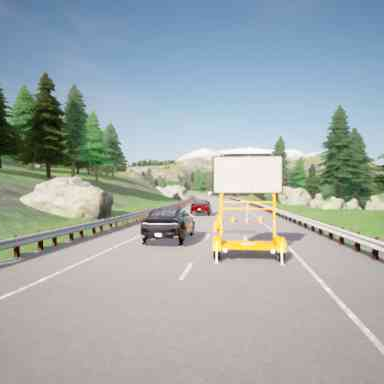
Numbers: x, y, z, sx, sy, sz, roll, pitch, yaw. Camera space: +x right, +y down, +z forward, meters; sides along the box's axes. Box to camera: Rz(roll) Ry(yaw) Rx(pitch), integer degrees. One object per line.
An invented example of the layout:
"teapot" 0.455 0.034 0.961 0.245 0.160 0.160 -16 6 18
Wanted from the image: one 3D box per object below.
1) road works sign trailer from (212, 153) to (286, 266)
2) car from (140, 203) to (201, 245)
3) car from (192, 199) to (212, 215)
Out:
"road works sign trailer" 1.938 0.462 11.672 2.380 3.560 2.880 0 0 7
"car" -1.028 1.488 15.625 2.128 1.511 4.902 0 0 7
"car" 0.933 1.469 33.840 1.882 1.535 5.008 0 0 5
